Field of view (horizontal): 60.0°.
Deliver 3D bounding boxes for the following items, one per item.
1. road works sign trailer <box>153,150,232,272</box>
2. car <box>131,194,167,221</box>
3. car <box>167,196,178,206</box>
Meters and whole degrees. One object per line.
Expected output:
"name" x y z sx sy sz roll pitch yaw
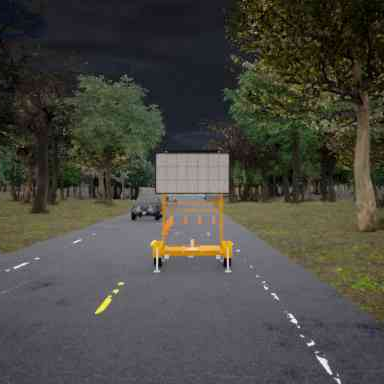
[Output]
"road works sign trailer" 0.019 0.464 10.721 2.380 3.560 2.880 0 0 0
"car" -3.549 1.213 27.447 2.150 2.045 5.566 0 0 0
"car" -3.400 1.456 54.190 1.837 1.490 4.892 0 0 0
